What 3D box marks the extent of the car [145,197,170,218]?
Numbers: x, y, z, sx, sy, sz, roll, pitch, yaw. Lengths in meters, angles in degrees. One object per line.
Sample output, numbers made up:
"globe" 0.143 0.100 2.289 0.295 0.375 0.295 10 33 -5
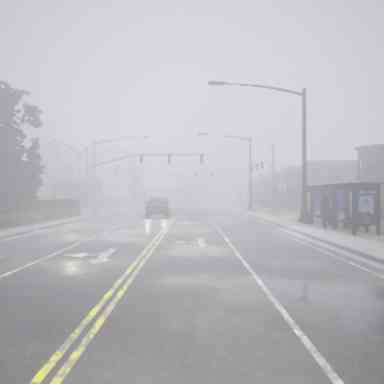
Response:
"car" -3.500 1.531 34.722 2.150 2.045 5.566 0 -1 0
